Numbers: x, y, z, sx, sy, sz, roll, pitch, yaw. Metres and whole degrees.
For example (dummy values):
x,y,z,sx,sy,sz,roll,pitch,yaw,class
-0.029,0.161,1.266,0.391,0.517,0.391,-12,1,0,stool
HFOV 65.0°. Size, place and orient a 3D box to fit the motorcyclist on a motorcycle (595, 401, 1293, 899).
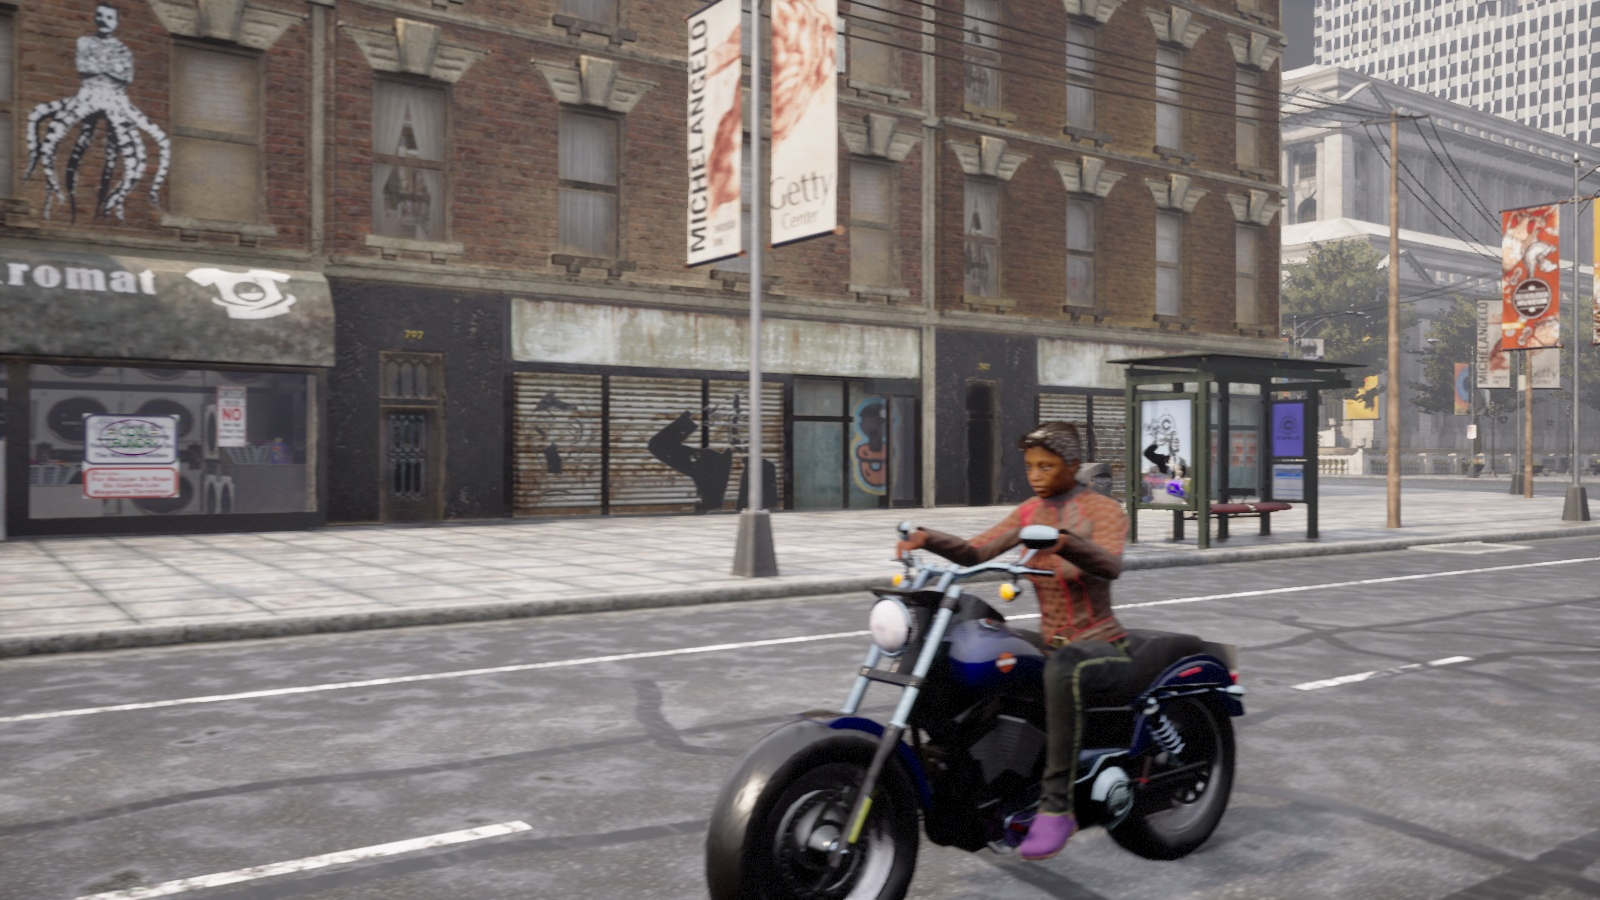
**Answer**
x,y,z,sx,sy,sz,roll,pitch,yaw,class
0.576,0.704,4.072,2.350,1.649,0.766,0,0,-37,motorcyclist on a motorcycle
